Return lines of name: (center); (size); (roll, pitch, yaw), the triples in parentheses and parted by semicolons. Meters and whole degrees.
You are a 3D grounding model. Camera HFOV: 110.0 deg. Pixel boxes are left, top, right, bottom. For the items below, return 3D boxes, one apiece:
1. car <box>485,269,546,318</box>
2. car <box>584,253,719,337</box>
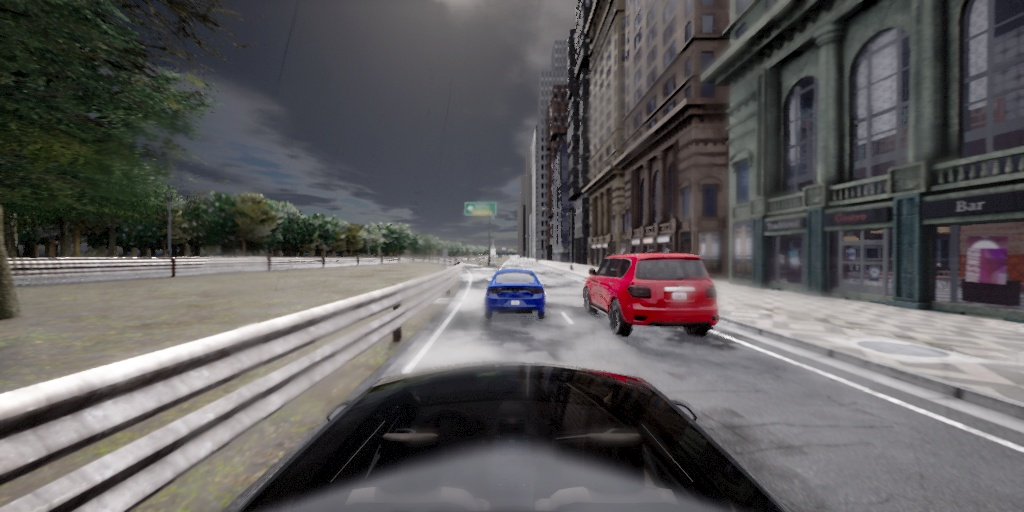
car: (0.104, 1.199, 12.861); (1.882, 1.535, 5.008); (0, 0, 0)
car: (3.602, 0.949, 10.374); (2.150, 2.045, 5.566); (0, 0, 0)
